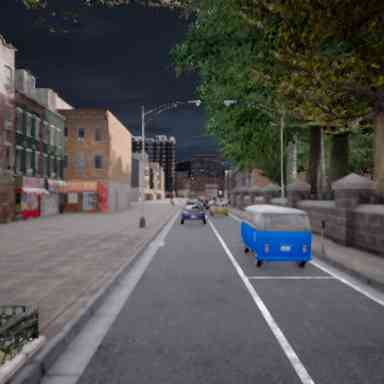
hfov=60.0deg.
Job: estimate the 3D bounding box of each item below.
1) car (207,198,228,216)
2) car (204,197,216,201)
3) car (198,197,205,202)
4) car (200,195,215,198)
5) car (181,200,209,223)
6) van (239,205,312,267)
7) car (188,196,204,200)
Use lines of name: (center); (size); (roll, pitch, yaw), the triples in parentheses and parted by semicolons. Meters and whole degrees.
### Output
car: (2.654, 1.629, 33.230); (1.752, 1.417, 4.829); (1, 0, 0)
car: (2.655, 1.731, 43.958); (1.802, 1.307, 4.206); (1, 0, 0)
car: (2.665, 1.972, 92.149); (1.887, 1.381, 4.507); (0, 0, 0)
car: (2.660, 1.490, 49.409); (2.192, 1.841, 5.009); (1, 0, 0)
car: (0.104, 1.603, 25.814); (1.812, 1.442, 4.674); (0, 0, 0)
van: (2.653, 1.372, 11.262); (1.690, 1.788, 3.998); (1, 0, 0)
car: (0.108, 1.629, 41.402); (2.128, 1.511, 4.902); (0, 0, 0)
